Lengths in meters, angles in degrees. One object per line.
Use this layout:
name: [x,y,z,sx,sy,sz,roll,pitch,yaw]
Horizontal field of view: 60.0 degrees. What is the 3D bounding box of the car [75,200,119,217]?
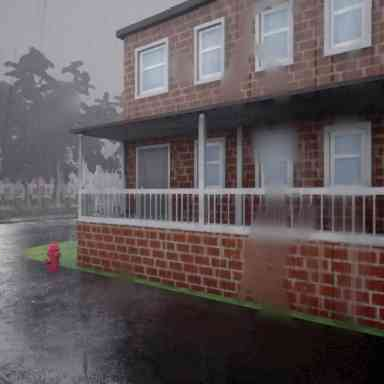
car: [-7.610,1.505,28.483,1.837,1.490,4.892,0,0,36]
